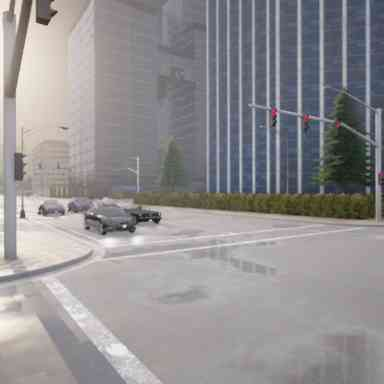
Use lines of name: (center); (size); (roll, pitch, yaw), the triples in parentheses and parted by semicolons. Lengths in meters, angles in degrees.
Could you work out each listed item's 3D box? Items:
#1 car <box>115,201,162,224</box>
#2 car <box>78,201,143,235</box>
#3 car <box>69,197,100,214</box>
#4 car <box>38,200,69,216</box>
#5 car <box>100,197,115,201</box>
car: (-4.017, 1.610, 24.244); (1.895, 1.301, 4.718); (0, 0, -34)
car: (-4.844, 1.527, 19.202); (1.837, 1.490, 4.892); (0, 0, -34)
car: (-12.074, 1.357, 36.278); (2.097, 1.767, 4.553); (0, 0, -33)
car: (-13.772, 1.545, 32.510); (1.812, 1.442, 4.674); (0, 0, -34)
car: (-12.897, 1.504, 50.224); (1.812, 1.442, 4.674); (0, 0, -33)
